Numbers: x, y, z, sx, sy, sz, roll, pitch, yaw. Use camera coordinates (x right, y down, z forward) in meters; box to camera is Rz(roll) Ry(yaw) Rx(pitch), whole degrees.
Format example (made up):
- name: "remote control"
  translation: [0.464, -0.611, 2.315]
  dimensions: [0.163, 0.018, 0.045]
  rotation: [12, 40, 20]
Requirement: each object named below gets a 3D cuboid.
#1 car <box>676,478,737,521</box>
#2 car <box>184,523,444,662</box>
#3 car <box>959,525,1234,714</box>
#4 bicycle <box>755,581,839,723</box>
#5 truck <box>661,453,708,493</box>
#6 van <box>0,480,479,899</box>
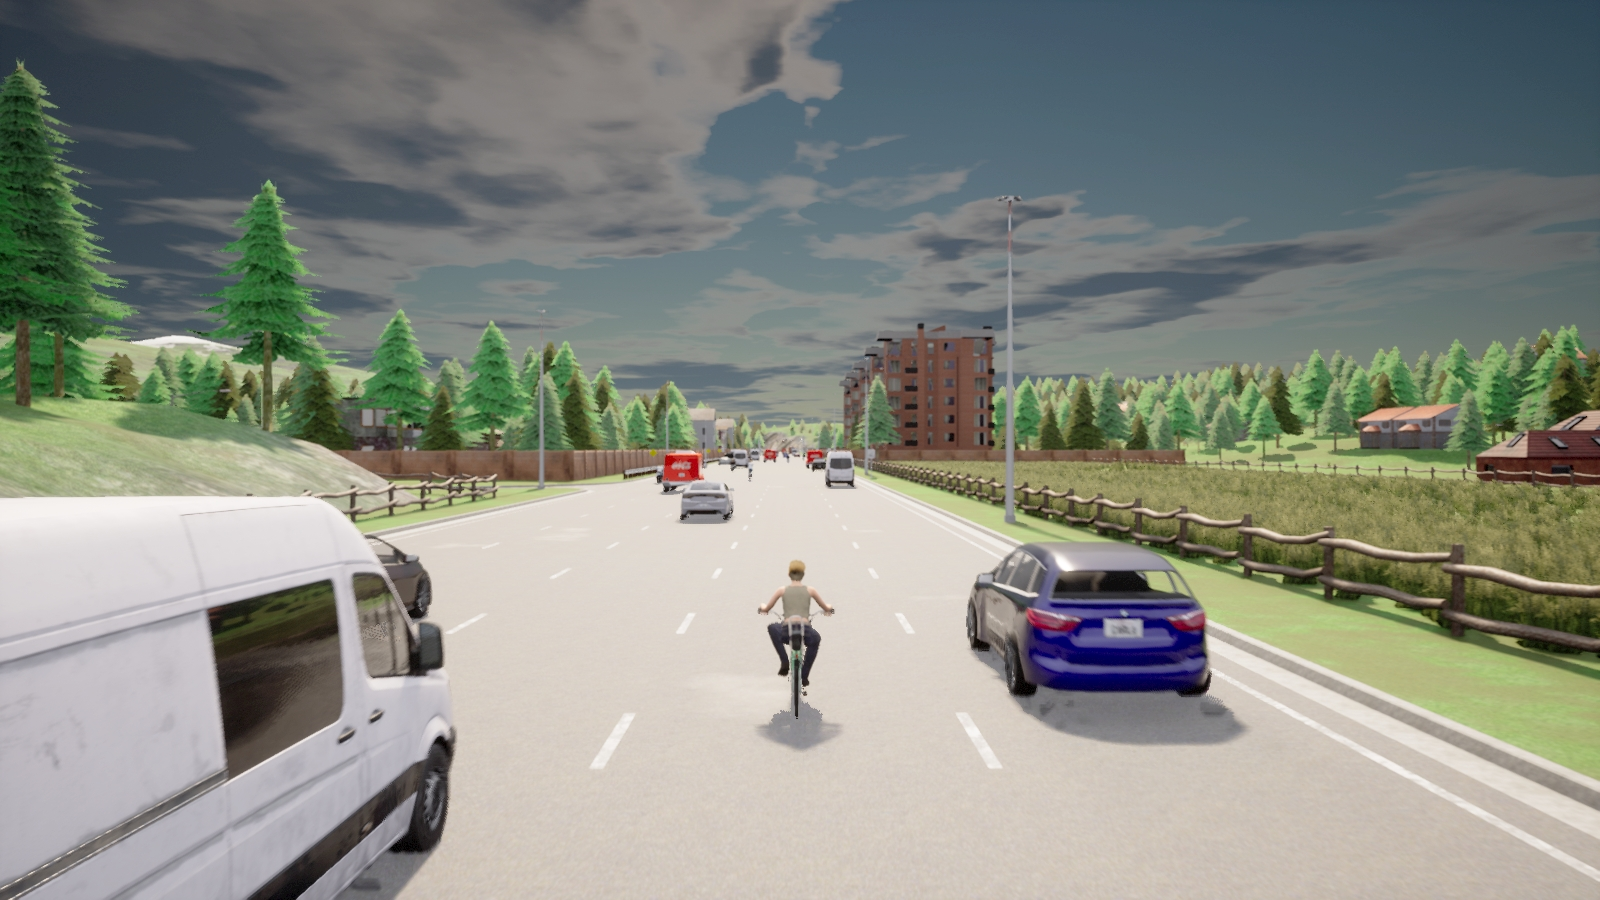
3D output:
- name: "car"
  translation: [-3.716, 1.963, 46.226]
  dimensions: [2.097, 1.535, 5.006]
  rotation: [0, 0, 0]
- name: "car"
  translation: [-7.087, 2.012, 17.261]
  dimensions: [2.007, 1.525, 4.514]
  rotation: [0, 0, 0]
- name: "car"
  translation: [3.448, 1.945, 14.361]
  dimensions: [2.242, 1.667, 4.611]
  rotation: [0, 0, 0]
- name: "bicycle"
  translation: [-0.038, 2.137, 12.349]
  dimensions: [0.859, 1.276, 1.487]
  rotation: [0, 0, -1]
- name: "truck"
  translation: [-7.480, 1.457, 74.506]
  dimensions: [2.627, 2.467, 5.204]
  rotation: [0, 0, -1]
- name: "van"
  translation: [-3.523, 1.523, 6.074]
  dimensions: [1.988, 2.561, 5.915]
  rotation: [0, 0, 0]
